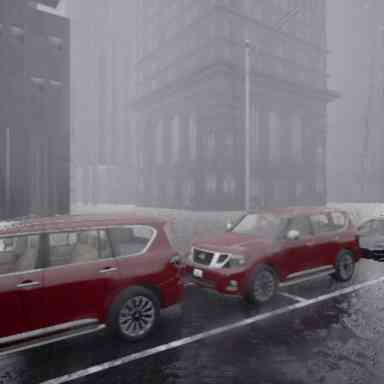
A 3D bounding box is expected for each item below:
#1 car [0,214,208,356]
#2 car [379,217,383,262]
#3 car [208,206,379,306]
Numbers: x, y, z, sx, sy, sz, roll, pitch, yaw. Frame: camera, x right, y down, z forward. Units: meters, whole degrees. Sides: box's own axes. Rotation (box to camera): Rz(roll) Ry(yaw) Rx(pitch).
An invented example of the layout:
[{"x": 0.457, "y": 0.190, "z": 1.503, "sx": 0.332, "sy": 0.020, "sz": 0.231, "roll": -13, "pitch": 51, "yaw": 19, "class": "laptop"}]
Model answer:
[{"x": -2.447, "y": 1.315, "z": 4.903, "sx": 5.009, "sy": 1.841, "sz": 2.192, "roll": 0, "pitch": 0, "yaw": -35, "class": "car"}, {"x": 6.798, "y": 1.572, "z": 11.496, "sx": 4.313, "sy": 1.339, "sz": 1.947, "roll": 0, "pitch": 0, "yaw": -35, "class": "car"}, {"x": 2.175, "y": 1.318, "z": 8.199, "sx": 5.009, "sy": 1.841, "sz": 2.192, "roll": 0, "pitch": 0, "yaw": -35, "class": "car"}]
